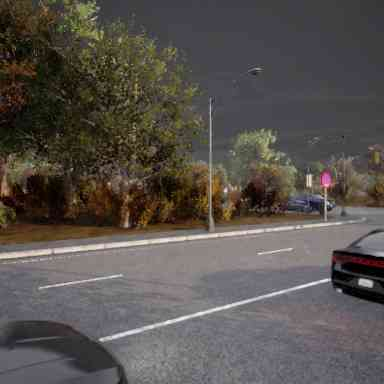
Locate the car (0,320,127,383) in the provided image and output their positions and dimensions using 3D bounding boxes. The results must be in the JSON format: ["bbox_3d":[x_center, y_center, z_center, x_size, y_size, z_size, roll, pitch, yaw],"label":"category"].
[{"bbox_3d":[-2.725,1.505,1.792,4.892,1.490,1.837,0,0,-36],"label":"car"}]

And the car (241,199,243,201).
[{"bbox_3d":[7.489,1.538,45.283,1.812,1.442,4.674,0,0,-32],"label":"car"}]

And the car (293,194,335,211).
[{"bbox_3d":[14.622,1.240,40.634,2.150,2.045,5.566,0,0,-31],"label":"car"}]

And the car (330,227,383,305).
[{"bbox_3d":[5.147,1.482,7.448,5.008,1.535,1.882,0,0,-36],"label":"car"}]

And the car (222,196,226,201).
[{"bbox_3d":[3.685,1.539,57.814,1.895,1.301,4.718,0,1,-32],"label":"car"}]

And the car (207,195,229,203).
[{"bbox_3d":[5.350,1.341,68.522,1.837,1.490,4.892,0,1,-33],"label":"car"}]

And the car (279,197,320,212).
[{"bbox_3d":[12.022,1.580,38.162,1.994,1.385,4.181,0,0,-32],"label":"car"}]
